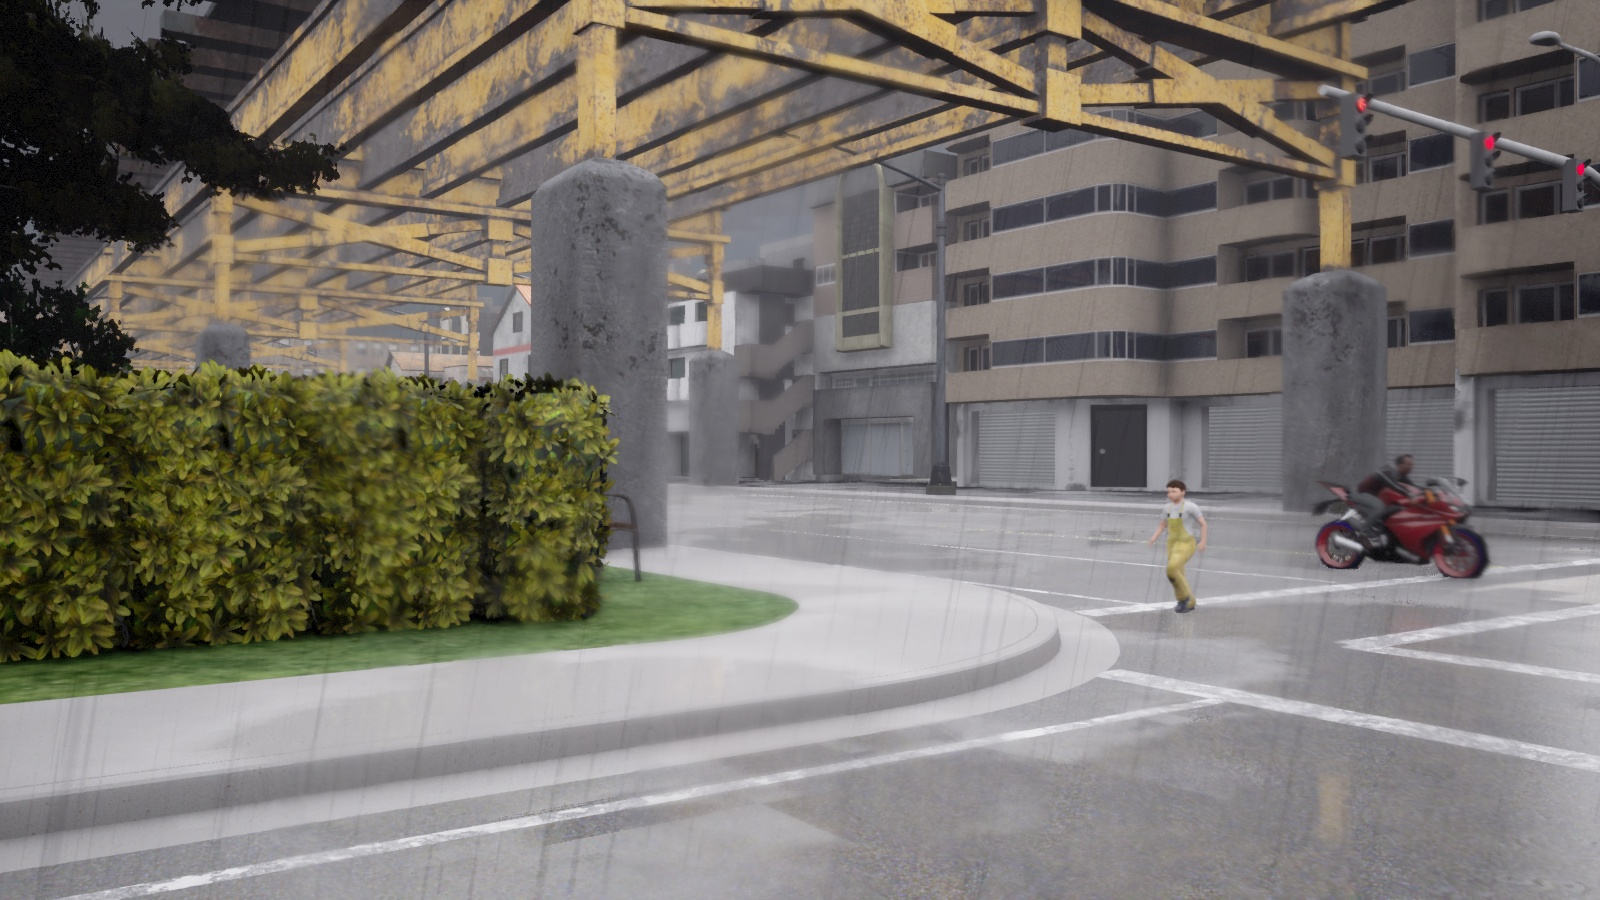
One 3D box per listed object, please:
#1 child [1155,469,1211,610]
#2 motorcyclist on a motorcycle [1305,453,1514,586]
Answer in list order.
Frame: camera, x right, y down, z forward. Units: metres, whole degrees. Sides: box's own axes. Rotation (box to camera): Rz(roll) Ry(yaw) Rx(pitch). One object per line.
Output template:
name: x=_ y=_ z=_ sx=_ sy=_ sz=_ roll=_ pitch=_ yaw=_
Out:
child: x=3.515 y=0.810 z=11.518 sx=0.437 sy=1.263 sz=0.270 roll=0 pitch=0 yaw=-33
motorcyclist on a motorcycle: x=7.513 y=0.802 z=15.589 sx=0.866 sy=1.530 sz=2.191 roll=0 pitch=0 yaw=-35
